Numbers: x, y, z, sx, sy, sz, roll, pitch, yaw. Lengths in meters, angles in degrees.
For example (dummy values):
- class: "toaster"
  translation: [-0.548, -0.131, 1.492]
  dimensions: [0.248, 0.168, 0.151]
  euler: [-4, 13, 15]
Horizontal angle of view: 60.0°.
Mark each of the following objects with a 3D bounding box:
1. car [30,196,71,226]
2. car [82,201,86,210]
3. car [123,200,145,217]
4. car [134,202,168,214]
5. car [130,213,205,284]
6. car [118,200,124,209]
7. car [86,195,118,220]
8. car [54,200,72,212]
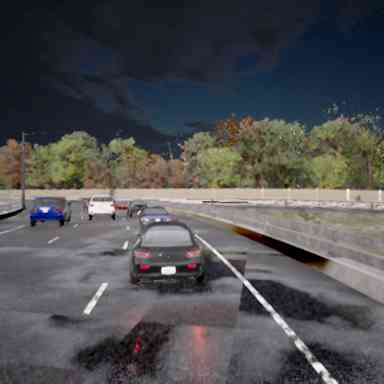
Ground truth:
- class: "car"
  translation: [-10.181, 1.308, 24.225]
  dimensions: [2.150, 2.045, 5.566]
  euler: [0, 0, -14]
- class: "car"
  translation: [-13.083, 1.693, 43.291]
  dimensions: [2.033, 1.411, 5.357]
  euler: [0, 0, -25]
- class: "car"
  translation: [-5.370, 1.609, 32.772]
  dimensions: [1.837, 1.490, 4.892]
  euler: [0, -1, -16]
- class: "car"
  translation: [-2.386, 1.614, 20.798]
  dimensions: [2.033, 1.411, 5.357]
  euler: [0, 0, -11]
- class: "car"
  translation: [-0.729, 1.556, 9.580]
  dimensions: [1.812, 1.442, 4.674]
  euler: [0, 0, -5]
- class: "car"
  translation: [-9.682, 1.709, 44.167]
  dimensions: [1.994, 1.385, 4.181]
  euler: [0, 0, -24]
- class: "car"
  translation: [-8.031, 1.313, 29.689]
  dimensions: [2.150, 2.045, 5.566]
  euler: [0, -1, -15]
- class: "car"
  translation: [-16.632, 1.747, 42.677]
  dimensions: [1.895, 1.301, 4.718]
  euler: [0, 0, -24]
